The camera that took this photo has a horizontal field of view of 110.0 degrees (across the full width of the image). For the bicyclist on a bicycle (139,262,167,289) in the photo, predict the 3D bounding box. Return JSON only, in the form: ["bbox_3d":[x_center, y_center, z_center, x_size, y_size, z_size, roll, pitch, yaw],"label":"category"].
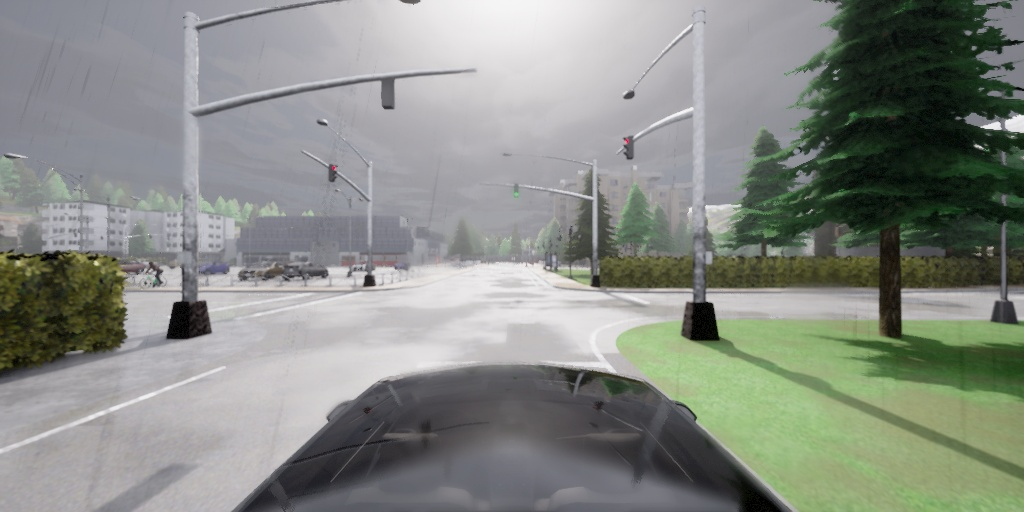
[{"bbox_3d":[-21.756,1.171,21.767,0.582,1.620,1.656,0,0,1],"label":"bicyclist on a bicycle"}]
